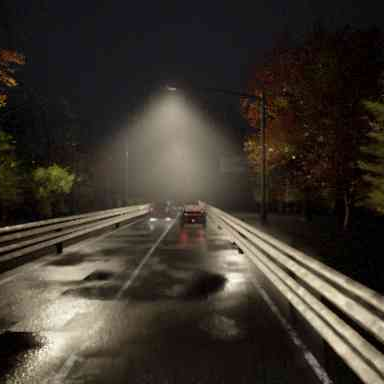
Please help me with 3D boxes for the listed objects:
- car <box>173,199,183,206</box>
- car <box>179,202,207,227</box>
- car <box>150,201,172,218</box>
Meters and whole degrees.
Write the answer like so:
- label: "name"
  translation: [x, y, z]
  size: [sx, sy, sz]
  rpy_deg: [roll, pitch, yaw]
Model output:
- label: "car"
  translation: [-3.308, 2.430, 78.348]
  size: [2.128, 1.511, 4.902]
  rpy_deg: [0, -1, 0]
- label: "car"
  translation: [0.092, 1.793, 25.151]
  size: [2.128, 1.511, 4.902]
  rpy_deg: [0, -1, 0]
- label: "car"
  translation: [-3.356, 1.836, 36.239]
  size: [2.097, 1.767, 4.553]
  rpy_deg: [0, -1, 0]
